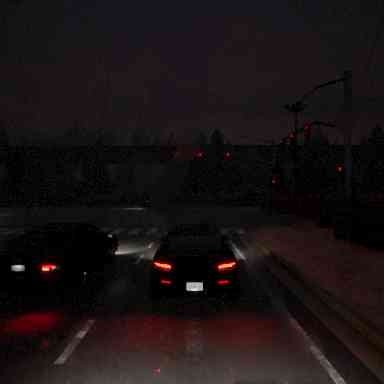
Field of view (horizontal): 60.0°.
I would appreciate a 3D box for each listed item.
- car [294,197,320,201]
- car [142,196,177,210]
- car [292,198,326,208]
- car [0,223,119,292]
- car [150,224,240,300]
[{"bbox_3d":[14.453,1.478,43.390,5.008,1.535,1.882,0,0,0],"label":"car"},{"bbox_3d":[-4.393,1.564,43.478,4.181,1.385,1.994,0,0,0],"label":"car"},{"bbox_3d":[16.459,1.564,46.881,4.181,1.385,1.994,0,0,0],"label":"car"},{"bbox_3d":[-3.429,1.547,9.069,2.033,1.411,5.357,0,0,0],"label":"car"},{"bbox_3d":[0.064,1.526,8.251,1.812,1.442,4.674,0,0,0],"label":"car"}]
